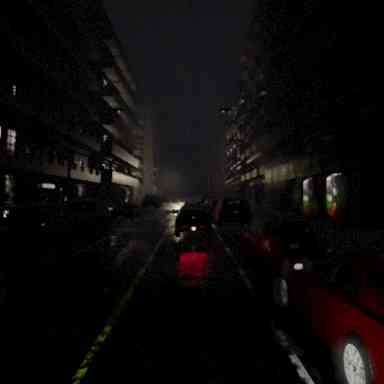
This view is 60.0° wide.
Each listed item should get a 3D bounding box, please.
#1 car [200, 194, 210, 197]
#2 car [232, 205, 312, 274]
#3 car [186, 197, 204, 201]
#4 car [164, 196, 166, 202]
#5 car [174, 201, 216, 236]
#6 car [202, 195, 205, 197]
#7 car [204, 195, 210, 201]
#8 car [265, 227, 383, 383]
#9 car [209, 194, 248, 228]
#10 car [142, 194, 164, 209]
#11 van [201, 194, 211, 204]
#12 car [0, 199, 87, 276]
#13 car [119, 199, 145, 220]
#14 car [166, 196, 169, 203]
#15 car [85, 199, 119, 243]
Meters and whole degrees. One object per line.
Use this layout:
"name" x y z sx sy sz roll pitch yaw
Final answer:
"car" 2.491 1.208 54.627 2.192 1.841 5.009 1 0 0
"car" 2.581 1.408 10.377 1.967 1.590 4.097 1 0 0
"car" 0.067 1.510 36.052 1.895 1.301 4.718 0 0 0
"car" -5.354 1.440 49.142 1.887 1.381 4.507 1 0 0
"car" 0.080 1.451 18.023 1.837 1.490 4.892 0 0 0
"car" 2.498 1.482 43.564 1.802 1.307 4.206 1 0 0
"car" 2.514 1.355 32.502 1.967 1.590 4.097 1 0 0
"car" 2.577 1.529 4.845 1.887 1.381 4.507 1 0 0
"car" 2.530 1.253 21.438 2.192 1.841 5.009 1 0 0
"car" -5.342 1.215 43.610 2.192 1.841 5.009 1 0 0
"van" 2.484 1.233 60.159 1.690 1.788 3.998 1 0 0
"car" -5.304 1.283 10.428 2.192 1.841 5.009 1 0 0
"car" -5.329 1.491 27.021 1.947 1.339 4.313 1 0 0
"car" -5.374 1.475 65.736 1.802 1.307 4.206 1 0 0
"car" -5.310 1.267 15.958 2.192 1.841 5.009 1 0 0
